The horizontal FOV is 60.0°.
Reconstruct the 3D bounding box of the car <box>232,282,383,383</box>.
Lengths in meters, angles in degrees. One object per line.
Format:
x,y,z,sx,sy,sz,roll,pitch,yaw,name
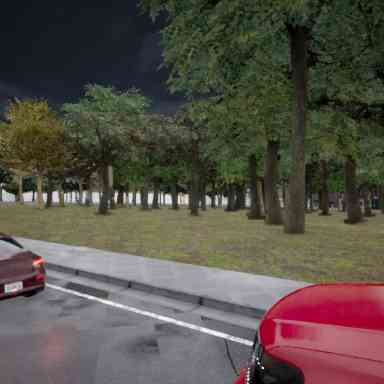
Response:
2.923,1.222,1.601,5.566,2.045,2.150,0,0,35,car

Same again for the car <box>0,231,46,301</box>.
-5.036,1.524,7.258,4.674,1.442,1.812,0,0,36,car
